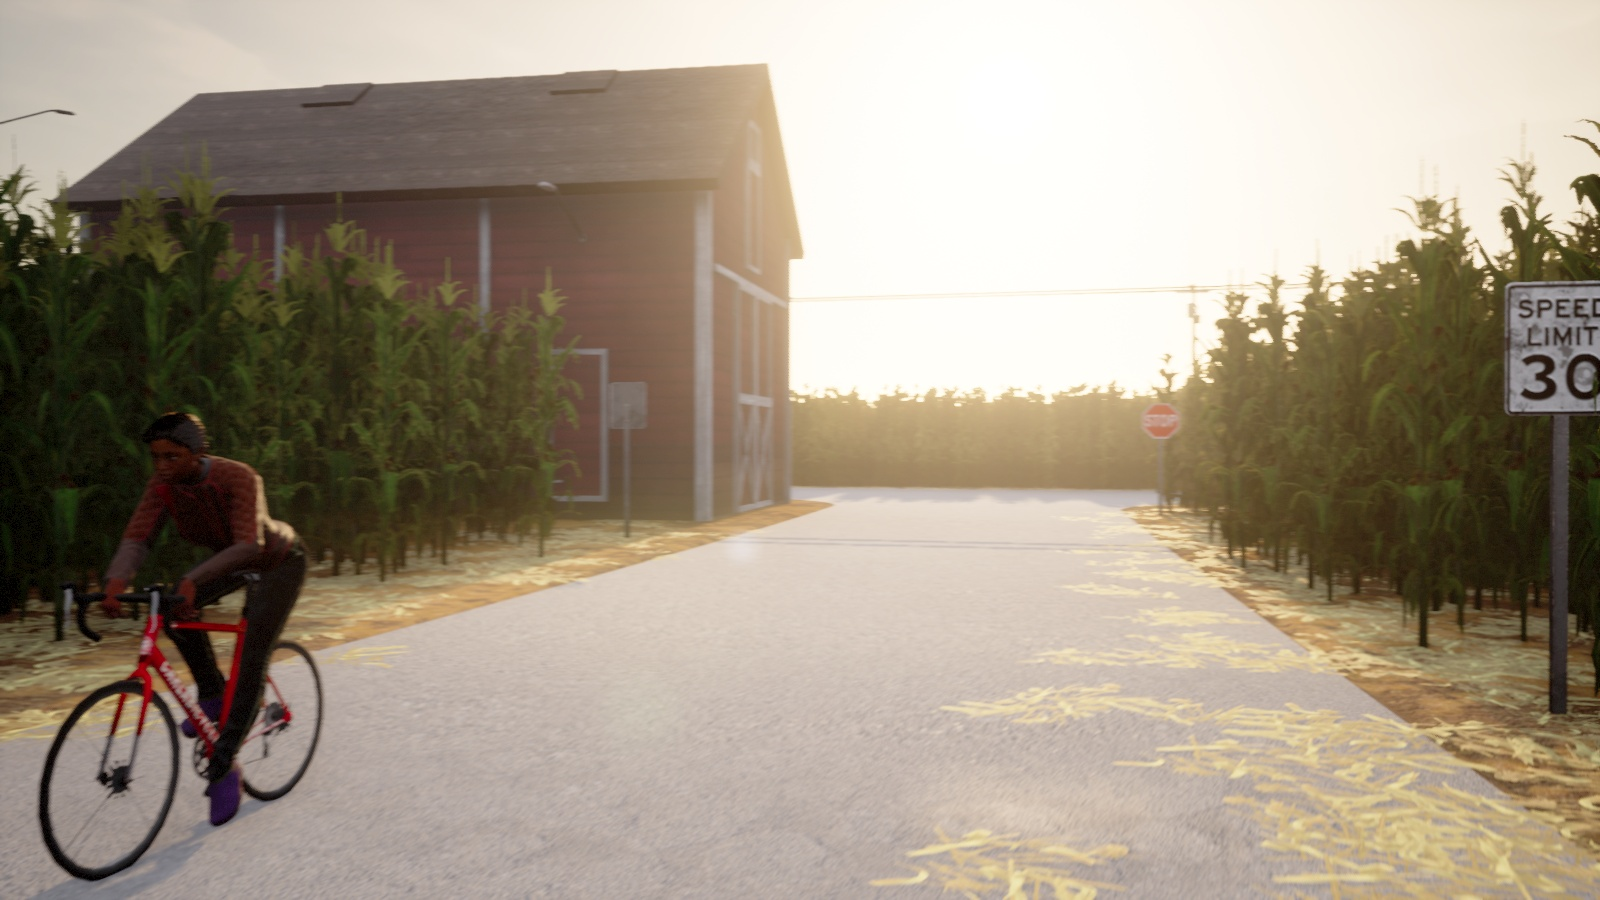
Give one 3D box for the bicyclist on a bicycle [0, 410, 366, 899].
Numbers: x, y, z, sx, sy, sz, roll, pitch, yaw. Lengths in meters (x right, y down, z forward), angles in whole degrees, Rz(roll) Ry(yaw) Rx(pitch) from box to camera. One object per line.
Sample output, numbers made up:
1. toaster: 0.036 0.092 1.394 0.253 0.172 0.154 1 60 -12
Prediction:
1. bicyclist on a bicycle: -2.340 0.679 4.743 0.582 1.620 1.656 0 0 10
